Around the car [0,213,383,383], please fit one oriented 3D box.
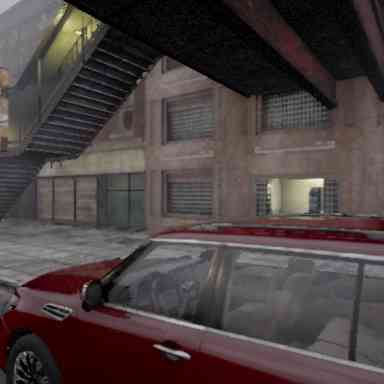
[{"bbox_3d":[0.551,1.225,2.923,5.566,2.045,2.435,0,0,35],"label":"car"}]
